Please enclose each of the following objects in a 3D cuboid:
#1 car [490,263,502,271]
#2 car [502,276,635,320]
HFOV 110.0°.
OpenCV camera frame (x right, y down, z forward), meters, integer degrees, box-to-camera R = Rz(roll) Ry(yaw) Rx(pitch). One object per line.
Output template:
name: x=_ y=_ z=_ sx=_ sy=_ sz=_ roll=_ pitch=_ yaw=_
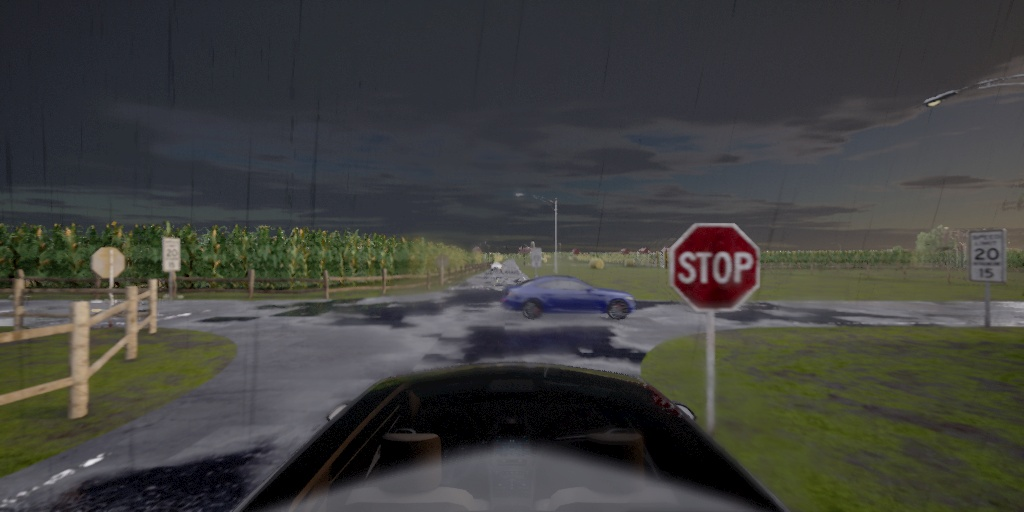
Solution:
car: x=-2.803 y=1.963 z=64.748 sx=1.812 sy=1.442 sz=4.674 roll=0 pitch=-1 yaw=0
car: x=1.969 y=1.433 z=12.805 sx=4.674 sy=1.442 sz=1.812 roll=0 pitch=0 yaw=-1
